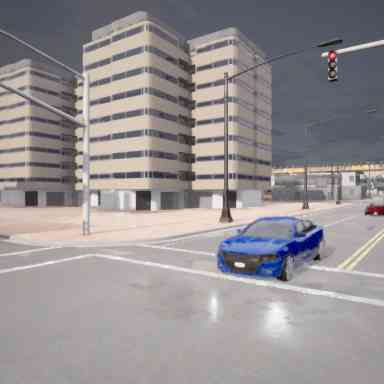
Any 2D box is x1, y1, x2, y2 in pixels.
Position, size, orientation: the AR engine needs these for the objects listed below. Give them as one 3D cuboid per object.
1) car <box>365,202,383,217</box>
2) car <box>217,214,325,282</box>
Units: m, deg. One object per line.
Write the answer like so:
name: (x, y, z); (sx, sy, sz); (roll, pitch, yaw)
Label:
car: (17.470, 1.598, 31.149); (1.895, 1.301, 4.718); (0, 0, 35)
car: (2.600, 1.495, 10.134); (1.882, 1.535, 5.008); (0, 0, 35)
